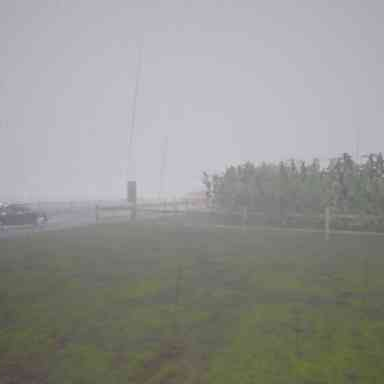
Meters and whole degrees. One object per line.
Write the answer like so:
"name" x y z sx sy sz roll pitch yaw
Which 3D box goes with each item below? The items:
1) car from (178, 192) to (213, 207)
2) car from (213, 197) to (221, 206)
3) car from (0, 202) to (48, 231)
"car" 0.303 1.000 46.975 2.150 2.045 5.566 0 0 31
"car" 4.668 1.106 47.051 2.097 1.767 4.553 0 0 31
"car" -11.165 1.498 20.382 1.837 1.490 4.892 -2 -1 25
